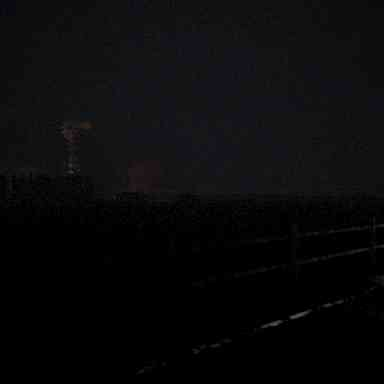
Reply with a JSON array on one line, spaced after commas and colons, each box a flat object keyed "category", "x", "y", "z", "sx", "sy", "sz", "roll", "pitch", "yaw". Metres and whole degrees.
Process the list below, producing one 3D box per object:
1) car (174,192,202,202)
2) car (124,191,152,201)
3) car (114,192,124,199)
[{"category": "car", "x": -0.719, "y": 0.800, "z": 54.700, "sx": 5.008, "sy": 1.535, "sz": 1.882, "roll": 1, "pitch": 0, "yaw": 34}, {"category": "car", "x": -8.776, "y": 0.711, "z": 56.750, "sx": 4.892, "sy": 1.490, "sz": 1.837, "roll": 0, "pitch": 0, "yaw": 34}, {"category": "car", "x": -12.568, "y": 0.654, "z": 62.726, "sx": 4.892, "sy": 1.490, "sz": 1.837, "roll": 0, "pitch": 0, "yaw": 35}]
